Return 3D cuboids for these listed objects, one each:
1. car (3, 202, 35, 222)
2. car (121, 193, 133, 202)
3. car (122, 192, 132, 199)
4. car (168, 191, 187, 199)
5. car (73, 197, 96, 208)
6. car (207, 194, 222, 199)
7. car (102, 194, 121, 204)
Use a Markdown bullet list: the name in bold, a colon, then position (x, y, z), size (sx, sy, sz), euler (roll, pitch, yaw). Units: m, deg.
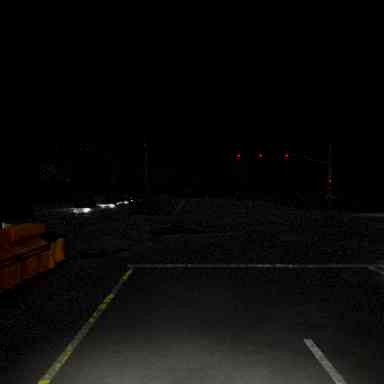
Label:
- **car**: position (-14.092, 1.458, 25.558), size (2.033, 1.411, 5.357), euler (0, 0, 0)
- **car**: position (-13.986, 1.072, 68.221), size (2.097, 1.767, 4.553), euler (0, 0, 0)
- **car**: position (-18.136, 0.960, 92.515), size (2.097, 1.767, 4.553), euler (0, 0, -18)
- **car**: position (-4.255, 0.816, 95.251), size (2.150, 2.045, 5.566), euler (0, 0, -22)
- **car**: position (-14.085, 1.391, 43.873), size (1.994, 1.385, 4.181), euler (0, 0, 0)
- **car**: position (6.915, 1.140, 94.695), size (2.033, 1.411, 5.357), euler (0, 0, -18)
- **car**: position (-14.065, 1.368, 57.213), size (1.895, 1.301, 4.718), euler (0, 0, 0)
